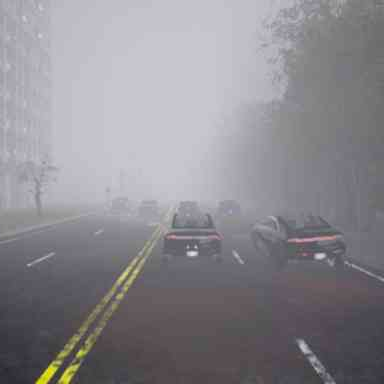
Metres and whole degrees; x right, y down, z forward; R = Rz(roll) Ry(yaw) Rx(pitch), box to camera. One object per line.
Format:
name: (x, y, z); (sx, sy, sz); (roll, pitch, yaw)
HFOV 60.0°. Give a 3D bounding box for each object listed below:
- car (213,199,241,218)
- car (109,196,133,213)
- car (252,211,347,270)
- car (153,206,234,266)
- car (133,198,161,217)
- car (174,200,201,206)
car: (2.855, 1.314, 28.010); (1.882, 1.535, 5.008); (-5, 1, -2)
car: (-7.297, 1.231, 34.855); (2.097, 1.767, 4.553); (0, 0, -2)
car: (3.219, 1.389, 10.915); (2.128, 1.511, 4.902); (-5, 1, -1)
car: (-0.010, 1.450, 11.435); (2.128, 1.511, 4.902); (0, 0, -1)
car: (-3.889, 1.371, 30.532); (1.882, 1.535, 5.008); (0, 0, -2)
car: (-0.337, 1.409, 26.802); (1.837, 1.490, 4.892); (0, 0, -1)
